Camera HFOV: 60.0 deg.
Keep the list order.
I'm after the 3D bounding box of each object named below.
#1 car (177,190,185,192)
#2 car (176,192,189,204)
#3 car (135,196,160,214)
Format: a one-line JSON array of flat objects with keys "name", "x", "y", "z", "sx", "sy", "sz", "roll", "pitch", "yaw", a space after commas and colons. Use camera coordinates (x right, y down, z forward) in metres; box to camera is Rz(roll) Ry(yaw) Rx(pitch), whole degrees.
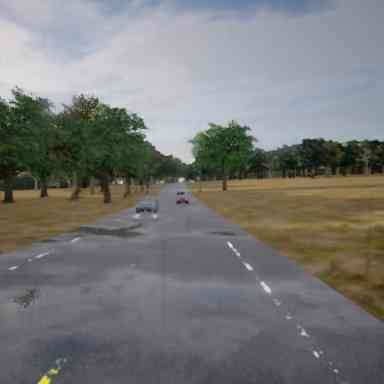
[{"name": "car", "x": -2.854, "y": 0.171, "z": 85.290, "sx": 1.882, "sy": 1.535, "sz": 5.008, "roll": 0, "pitch": 2, "yaw": -2}, {"name": "car", "x": -1.486, "y": 1.186, "z": 52.256, "sx": 1.895, "sy": 1.301, "sz": 4.718, "roll": 0, "pitch": 1, "yaw": -2}, {"name": "car", "x": -4.448, "y": 1.215, "z": 33.709, "sx": 2.097, "sy": 1.767, "sz": 4.553, "roll": 0, "pitch": 1, "yaw": -2}]
